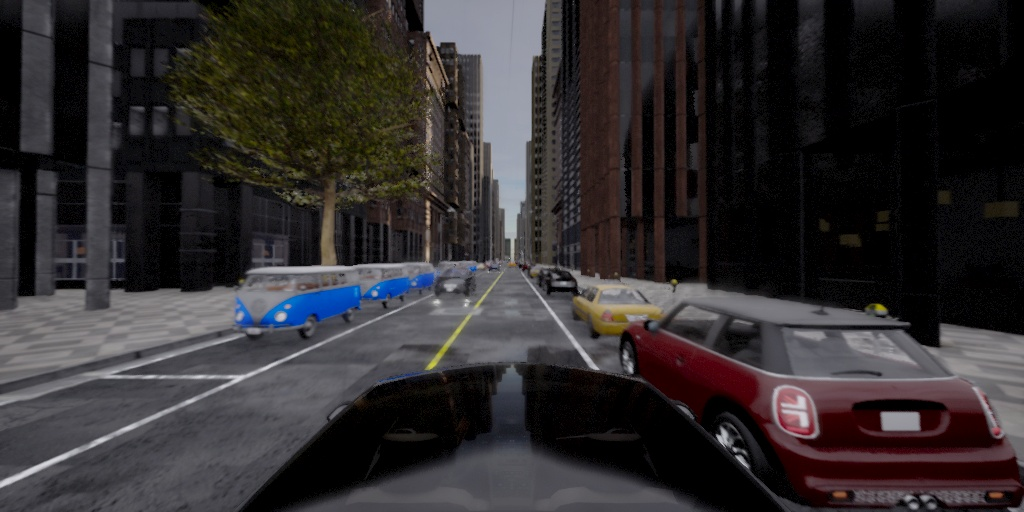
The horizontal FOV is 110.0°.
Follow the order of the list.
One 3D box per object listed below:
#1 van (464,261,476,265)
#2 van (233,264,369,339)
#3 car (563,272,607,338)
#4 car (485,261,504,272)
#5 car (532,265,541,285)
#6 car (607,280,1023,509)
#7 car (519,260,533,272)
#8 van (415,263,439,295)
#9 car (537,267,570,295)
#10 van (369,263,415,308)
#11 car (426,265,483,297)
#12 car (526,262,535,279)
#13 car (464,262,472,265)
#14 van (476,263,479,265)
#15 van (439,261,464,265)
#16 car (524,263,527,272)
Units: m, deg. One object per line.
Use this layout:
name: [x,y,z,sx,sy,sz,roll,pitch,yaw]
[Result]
van: [-5.749,1.539,43.805,1.690,1.789,3.998,0,0,0]
van: [-5.760,1.179,10.098,1.690,1.789,3.998,0,0,0]
car: [2.765,1.363,10.271,1.751,1.417,4.829,0,0,0]
car: [-3.011,1.945,61.854,2.033,1.411,5.357,0,-1,1]
car: [2.771,1.582,26.956,1.948,1.339,4.313,0,0,0]
car: [2.763,1.218,4.483,1.967,1.591,4.097,0,0,0]
car: [2.781,1.698,60.667,2.192,1.841,5.009,0,0,0]
van: [-5.756,1.297,21.334,1.690,1.789,3.998,0,0,0]
car: [2.769,1.522,21.338,1.948,1.339,4.313,0,0,0]
van: [-5.758,1.238,15.716,1.690,1.789,3.998,0,0,0]
car: [-3.094,1.438,20.365,2.128,1.511,4.902,0,-1,0]
car: [2.774,1.663,38.363,1.751,1.417,4.829,0,0,0]
car: [-5.751,1.683,38.187,1.888,1.381,4.507,0,0,0]
van: [-5.747,1.600,49.424,1.690,1.789,3.998,0,0,0]
van: [-5.753,1.418,32.570,1.690,1.789,3.998,0,0,0]
car: [2.776,1.764,43.812,1.948,1.339,4.313,0,0,0]
